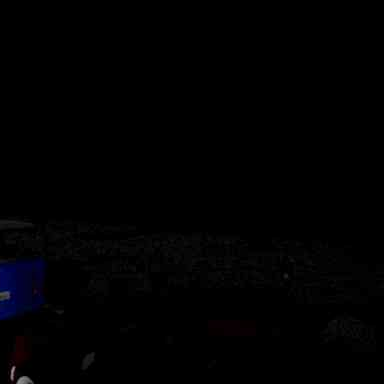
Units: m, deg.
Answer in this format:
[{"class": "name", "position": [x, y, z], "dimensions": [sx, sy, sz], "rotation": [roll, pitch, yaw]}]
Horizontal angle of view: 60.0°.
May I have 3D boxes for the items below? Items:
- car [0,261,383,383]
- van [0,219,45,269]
[{"class": "car", "position": [0.191, 1.545, 2.828], "dimensions": [4.507, 1.381, 1.887], "rotation": [0, 0, 35]}, {"class": "van", "position": [-4.377, 1.343, 6.083], "dimensions": [3.998, 1.788, 1.690], "rotation": [0, 0, 35]}]
